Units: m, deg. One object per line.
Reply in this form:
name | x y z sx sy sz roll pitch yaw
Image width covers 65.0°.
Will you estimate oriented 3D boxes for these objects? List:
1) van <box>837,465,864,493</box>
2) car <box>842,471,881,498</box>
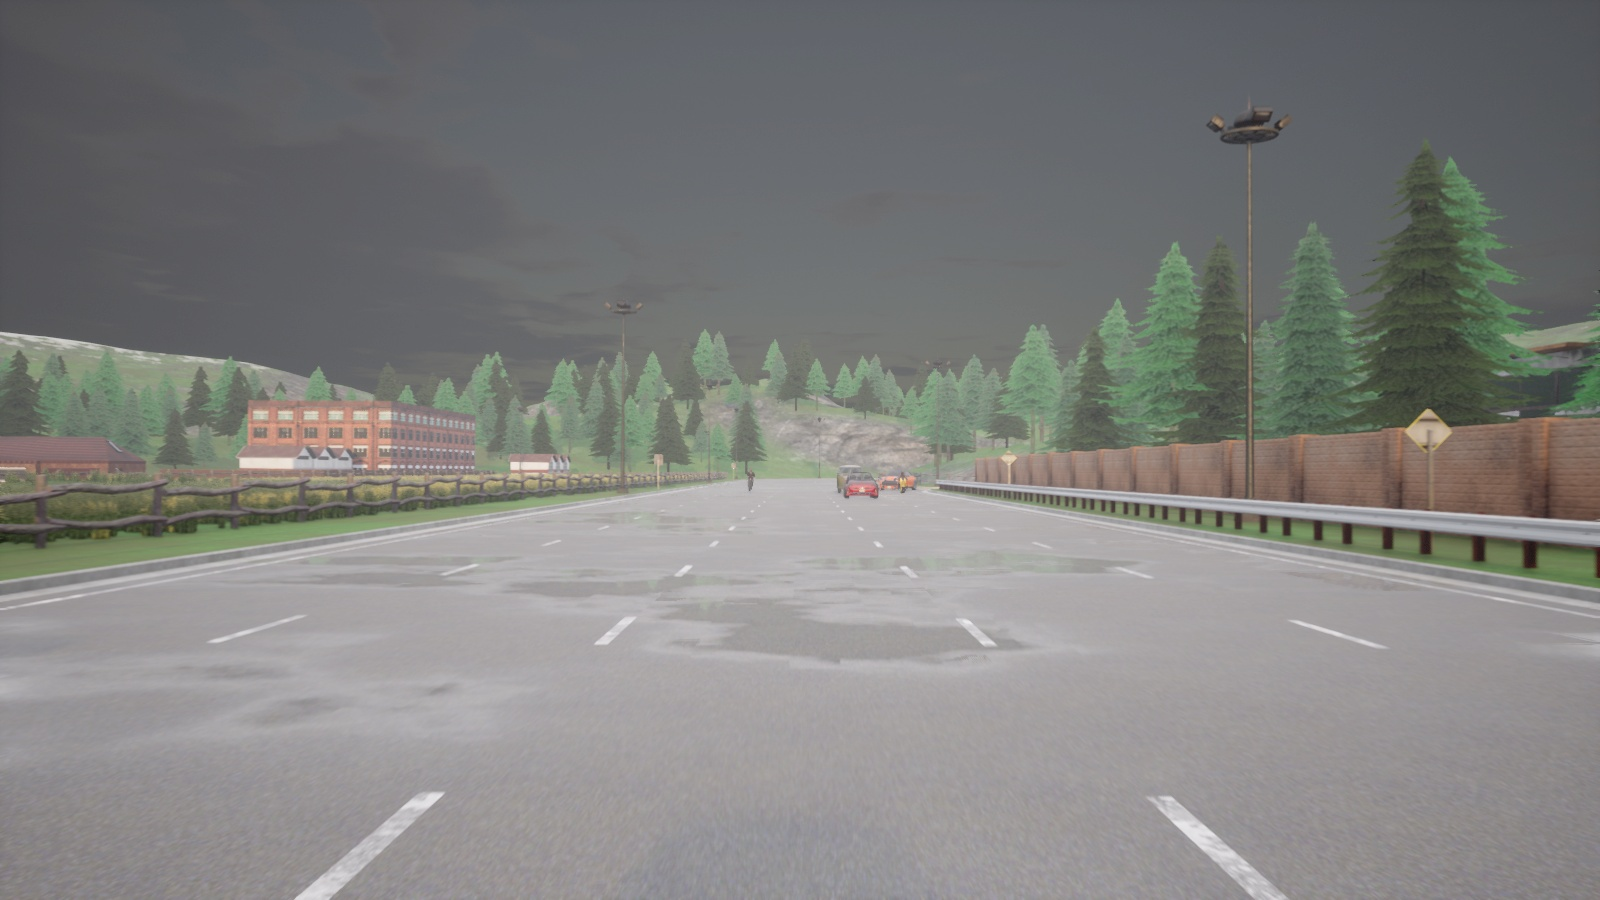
van | 3.560 2.051 89.543 1.775 1.987 4.442 0 -1 0
car | 3.502 1.955 72.180 2.007 1.525 4.514 0 -1 0
